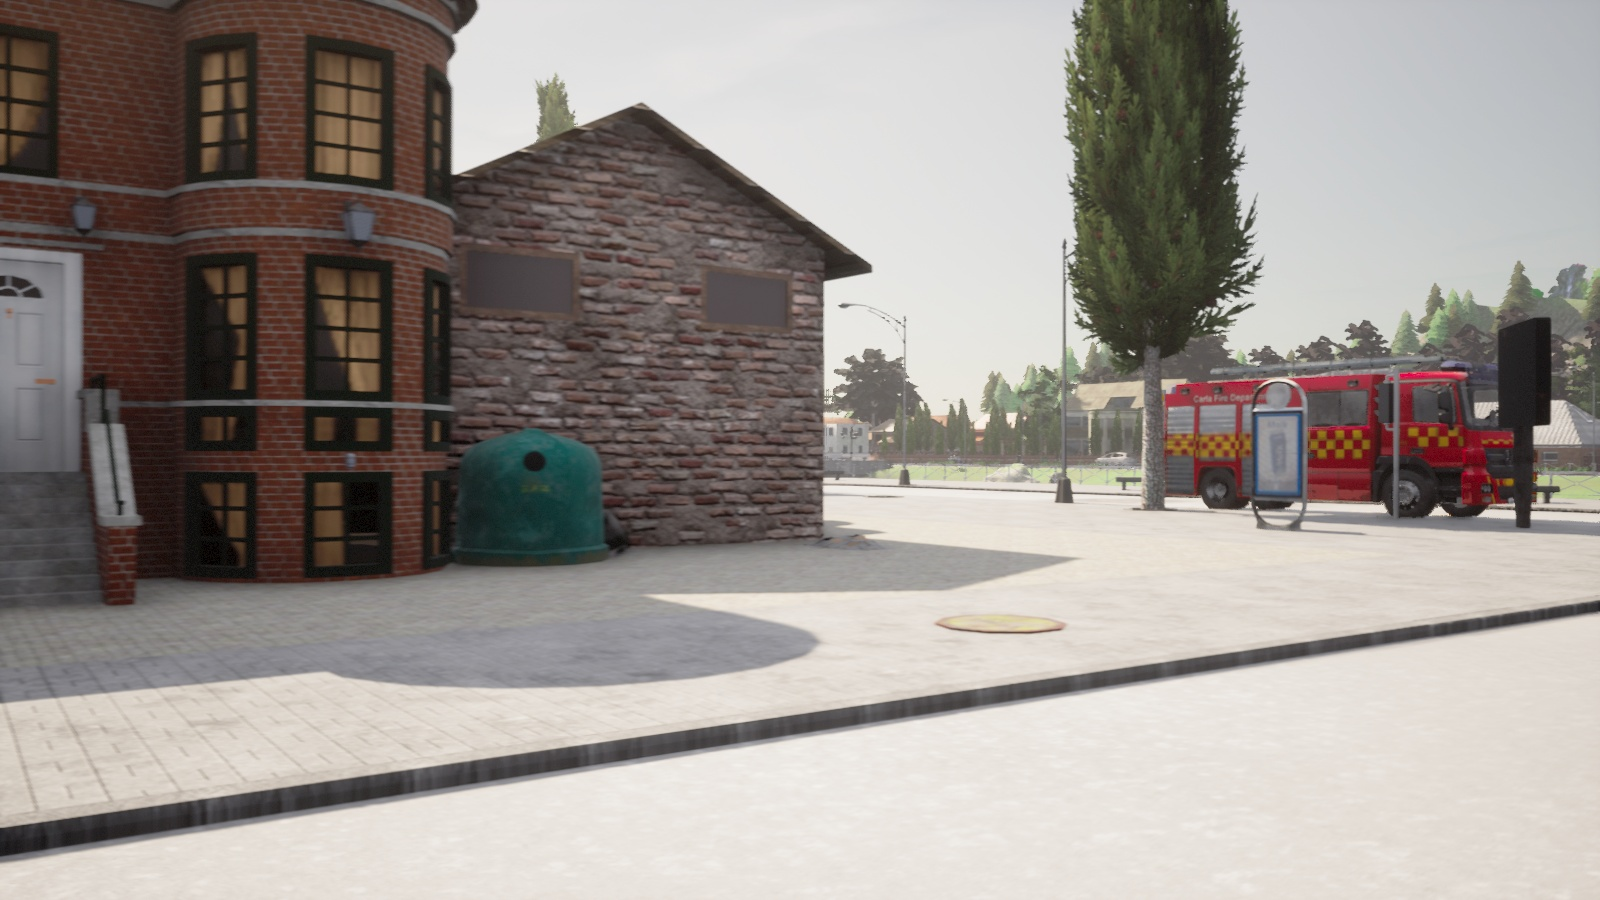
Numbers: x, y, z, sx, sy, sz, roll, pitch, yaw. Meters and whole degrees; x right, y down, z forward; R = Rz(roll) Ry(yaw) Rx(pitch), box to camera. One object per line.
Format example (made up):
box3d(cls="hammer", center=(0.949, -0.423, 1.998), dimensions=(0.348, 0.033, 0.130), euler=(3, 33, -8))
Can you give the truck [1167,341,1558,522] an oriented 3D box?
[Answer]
box3d(cls="truck", center=(13.398, -0.372, 30.831), dimensions=(2.891, 3.827, 8.468), euler=(0, 0, -35))
